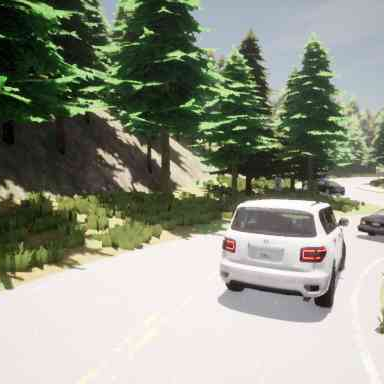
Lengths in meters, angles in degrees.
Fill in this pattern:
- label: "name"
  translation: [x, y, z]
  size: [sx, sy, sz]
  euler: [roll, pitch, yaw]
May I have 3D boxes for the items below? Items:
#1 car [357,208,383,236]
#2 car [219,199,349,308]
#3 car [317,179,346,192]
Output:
- label: "car"
  translation: [10.134, 1.412, 15.820]
  size: [5.357, 1.411, 2.033]
  euler: [-1, 5, -32]
- label: "car"
  translation: [2.551, 1.199, 8.370]
  size: [2.150, 2.045, 5.566]
  euler: [3, 2, 27]
- label: "car"
  translation: [16.076, -0.556, 38.921]
  size: [1.882, 1.535, 5.008]
  euler: [-1, 5, -2]
